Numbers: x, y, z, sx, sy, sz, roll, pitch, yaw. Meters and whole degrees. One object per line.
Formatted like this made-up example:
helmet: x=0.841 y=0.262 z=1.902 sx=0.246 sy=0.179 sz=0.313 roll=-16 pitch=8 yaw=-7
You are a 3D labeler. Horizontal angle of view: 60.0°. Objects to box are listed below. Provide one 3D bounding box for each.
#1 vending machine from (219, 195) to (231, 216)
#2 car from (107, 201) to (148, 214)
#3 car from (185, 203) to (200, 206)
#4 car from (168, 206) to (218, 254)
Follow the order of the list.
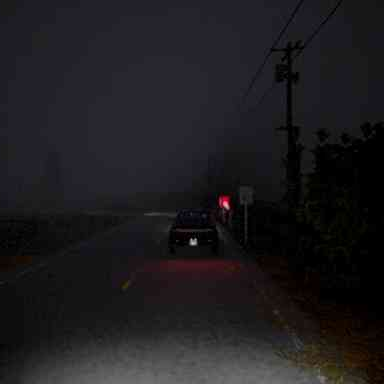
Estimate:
vending machine: x=3.338 y=1.389 z=33.847 sx=1.100 sy=2.100 sz=0.880 roll=0 pitch=0 yaw=-1
car: x=-7.358 y=1.741 z=37.848 sx=4.674 sy=1.442 sz=1.812 roll=0 pitch=-1 yaw=11
car: x=0.037 y=1.696 z=29.869 sx=1.812 sy=1.442 sz=4.674 roll=0 pitch=0 yaw=0
car: x=0.064 y=1.572 z=13.990 sx=2.128 sy=1.511 sz=4.902 roll=0 pitch=0 yaw=0
